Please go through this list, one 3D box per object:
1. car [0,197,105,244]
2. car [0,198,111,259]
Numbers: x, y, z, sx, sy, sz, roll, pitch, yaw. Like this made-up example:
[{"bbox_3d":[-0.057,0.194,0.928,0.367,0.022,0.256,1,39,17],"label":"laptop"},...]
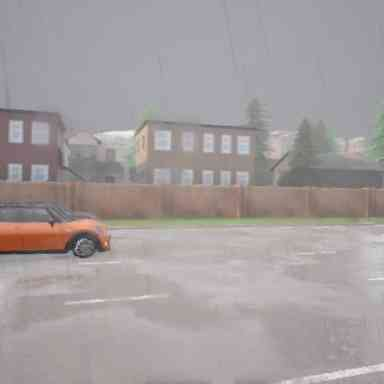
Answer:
[{"bbox_3d":[-6.174,1.153,14.358,4.553,1.767,2.097,1,0,-17],"label":"car"},{"bbox_3d":[-5.019,1.193,11.051,4.553,1.767,2.097,1,0,-17],"label":"car"}]
